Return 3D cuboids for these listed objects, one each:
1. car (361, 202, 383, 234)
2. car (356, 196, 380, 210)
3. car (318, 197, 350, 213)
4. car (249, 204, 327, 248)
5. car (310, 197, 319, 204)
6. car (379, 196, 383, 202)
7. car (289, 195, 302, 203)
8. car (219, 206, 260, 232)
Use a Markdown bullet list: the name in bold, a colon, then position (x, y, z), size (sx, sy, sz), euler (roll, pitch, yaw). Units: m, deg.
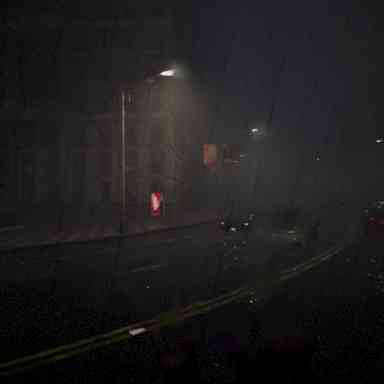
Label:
- **car**: position (10.696, 1.498, 18.516), size (1.994, 1.385, 4.181), euler (0, 0, 27)
- **car**: position (20.109, 1.228, 37.069), size (2.097, 1.767, 4.553), euler (0, 0, 3)
- **car**: position (15.345, 1.441, 35.577), size (1.812, 1.442, 4.674), euler (0, 0, 6)
- **car**: position (4.502, 1.487, 14.963), size (1.837, 1.490, 4.892), euler (0, 0, 33)
- **car**: position (20.277, 1.457, 52.798), size (1.994, 1.385, 4.181), euler (0, 0, 3)
- **car**: position (19.411, 1.353, 30.452), size (1.882, 1.535, 5.008), euler (0, 0, 10)
- **car**: position (20.915, 1.342, 67.391), size (2.128, 1.511, 4.902), euler (0, 0, 3)
- **car**: position (3.437, 1.543, 19.632), size (2.033, 1.411, 5.357), euler (0, 0, 29)
